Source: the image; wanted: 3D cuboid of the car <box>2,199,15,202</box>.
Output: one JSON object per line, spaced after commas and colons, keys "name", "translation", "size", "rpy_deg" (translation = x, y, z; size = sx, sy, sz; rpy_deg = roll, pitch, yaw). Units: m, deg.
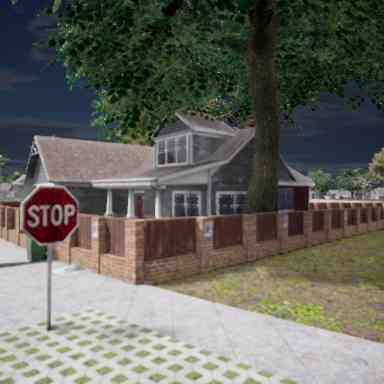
{"name": "car", "translation": [-32.483, 2.000, 58.955], "size": [1.994, 1.385, 4.181], "rpy_deg": [0, 0, 1]}
